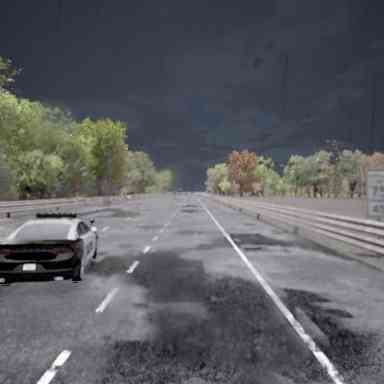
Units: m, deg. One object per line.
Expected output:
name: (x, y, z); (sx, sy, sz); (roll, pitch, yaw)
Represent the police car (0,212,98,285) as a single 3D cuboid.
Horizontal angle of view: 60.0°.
police car: (-3.903, 1.414, 9.679); (1.930, 1.638, 5.238); (1, 0, -9)
